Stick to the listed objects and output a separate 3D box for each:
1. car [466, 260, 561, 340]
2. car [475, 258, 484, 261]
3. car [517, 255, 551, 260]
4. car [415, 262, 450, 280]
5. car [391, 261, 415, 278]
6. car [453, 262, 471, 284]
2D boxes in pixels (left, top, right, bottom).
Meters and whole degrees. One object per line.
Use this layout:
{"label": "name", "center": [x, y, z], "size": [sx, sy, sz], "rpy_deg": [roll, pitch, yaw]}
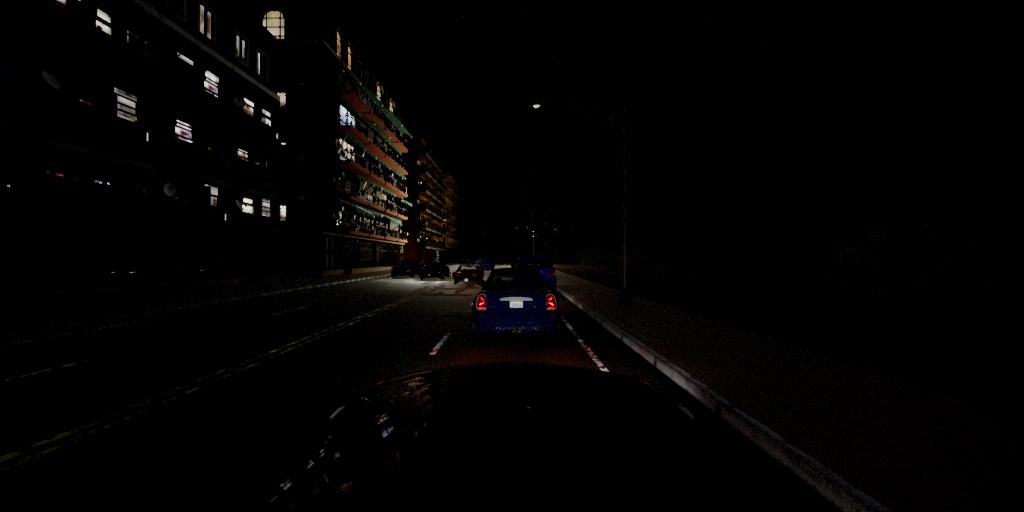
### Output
{"label": "car", "center": [0.096, 1.103, 10.136], "size": [2.097, 1.767, 4.553], "rpy_deg": [0, 0, 0]}
{"label": "car", "center": [-3.155, 1.229, 44.953], "size": [1.882, 1.535, 5.008], "rpy_deg": [0, 0, 0]}
{"label": "car", "center": [1.133, 0.977, 19.712], "size": [2.150, 2.045, 5.566], "rpy_deg": [0, 0, 0]}
{"label": "car", "center": [-6.605, 1.257, 30.961], "size": [1.837, 1.490, 4.892], "rpy_deg": [0, 0, 0]}
{"label": "car", "center": [-9.855, 1.230, 33.825], "size": [1.882, 1.535, 5.008], "rpy_deg": [0, 0, 0]}
{"label": "car", "center": [-3.155, 1.353, 26.971], "size": [1.895, 1.301, 4.718], "rpy_deg": [0, 0, 0]}
